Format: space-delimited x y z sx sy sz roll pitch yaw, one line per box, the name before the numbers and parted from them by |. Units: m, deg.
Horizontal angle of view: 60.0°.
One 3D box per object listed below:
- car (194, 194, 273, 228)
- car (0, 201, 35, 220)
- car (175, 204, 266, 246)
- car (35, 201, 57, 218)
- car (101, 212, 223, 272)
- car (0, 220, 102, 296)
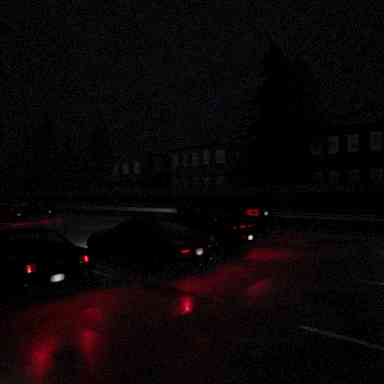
car | 1.473 1.117 17.414 5.566 2.045 2.150 -1 0 41
car | -15.221 1.595 27.371 5.008 1.535 1.882 -1 0 41
car | 0.320 1.434 13.779 4.892 1.490 1.837 -1 0 41
car | -14.623 1.581 31.498 4.902 1.511 2.128 -1 0 41
car | -1.526 1.497 10.746 4.674 1.442 1.812 -1 0 41
car | -4.641 1.631 8.822 4.718 1.301 1.895 -1 0 41
